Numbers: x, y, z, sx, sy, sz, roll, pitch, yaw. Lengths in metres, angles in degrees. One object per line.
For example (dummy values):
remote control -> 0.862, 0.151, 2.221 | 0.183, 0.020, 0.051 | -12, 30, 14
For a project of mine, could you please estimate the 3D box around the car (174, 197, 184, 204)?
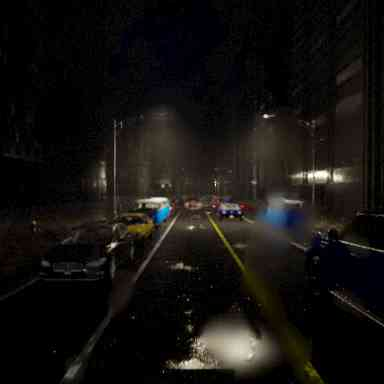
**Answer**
car -> -2.558, 1.645, 65.928 | 1.887, 1.381, 4.507 | 0, 0, 0

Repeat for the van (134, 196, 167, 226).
van -> -2.706, 1.366, 20.801 | 1.690, 1.788, 3.998 | 0, 0, 0

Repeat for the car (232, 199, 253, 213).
car -> 5.874, 1.670, 37.699 | 1.802, 1.307, 4.206 | 0, 0, 0

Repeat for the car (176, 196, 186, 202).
car -> -2.521, 1.684, 77.209 | 1.947, 1.339, 4.313 | 0, 0, 0

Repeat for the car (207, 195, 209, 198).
car -> 6.060, 1.741, 94.105 | 1.947, 1.339, 4.313 | 0, 0, 0

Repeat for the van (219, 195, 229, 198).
van -> 5.930, 1.458, 54.621 | 1.690, 1.788, 3.998 | 0, 0, 0

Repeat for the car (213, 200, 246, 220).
car -> 3.135, 1.663, 28.401 | 1.895, 1.301, 4.718 | 0, 0, 1

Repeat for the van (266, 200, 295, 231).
van -> 5.819, 1.401, 20.778 | 1.690, 1.788, 3.998 | 0, 0, 0

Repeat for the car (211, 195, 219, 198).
car -> 6.004, 1.697, 77.184 | 1.887, 1.381, 4.507 | 0, 0, 0

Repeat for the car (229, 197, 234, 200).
car -> 5.893, 1.680, 43.340 | 1.802, 1.307, 4.206 | 0, 0, 0

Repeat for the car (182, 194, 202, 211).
car -> 0.129, 1.424, 41.477 | 2.097, 1.767, 4.553 | 0, 0, 0

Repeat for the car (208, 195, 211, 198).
car -> 6.042, 1.719, 88.465 | 2.008, 1.369, 4.403 | 0, 0, 0

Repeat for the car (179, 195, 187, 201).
car -> -2.484, 1.574, 88.491 | 1.967, 1.590, 4.097 | 0, 0, 0

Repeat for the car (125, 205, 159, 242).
car -> -2.725, 1.541, 14.990 | 1.752, 1.417, 4.829 | 0, 0, 0

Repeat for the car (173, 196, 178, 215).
car -> -2.669, 1.485, 32.082 | 1.967, 1.590, 4.097 | 0, 0, 0

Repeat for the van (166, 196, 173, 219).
van -> -2.688, 1.376, 26.442 | 1.690, 1.788, 3.998 | 0, 0, 0

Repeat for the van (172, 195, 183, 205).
van -> -2.577, 1.433, 60.287 | 1.690, 1.788, 3.998 | 0, 0, 0

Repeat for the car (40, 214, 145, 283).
car -> -2.743, 1.556, 9.519 | 2.008, 1.369, 4.403 | 0, 0, 0

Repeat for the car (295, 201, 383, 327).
car -> 3.711, 1.246, 5.333 | 2.150, 2.045, 5.566 | 0, 0, -1

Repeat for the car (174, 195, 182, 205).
car -> -2.651, 1.369, 37.724 | 2.192, 1.841, 5.009 | 0, 0, 0

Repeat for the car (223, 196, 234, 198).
car -> 5.911, 1.673, 48.980 | 1.947, 1.339, 4.313 | 0, 0, 0

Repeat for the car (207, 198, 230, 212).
car -> 3.145, 1.683, 40.349 | 1.895, 1.301, 4.718 | 0, 0, 1
